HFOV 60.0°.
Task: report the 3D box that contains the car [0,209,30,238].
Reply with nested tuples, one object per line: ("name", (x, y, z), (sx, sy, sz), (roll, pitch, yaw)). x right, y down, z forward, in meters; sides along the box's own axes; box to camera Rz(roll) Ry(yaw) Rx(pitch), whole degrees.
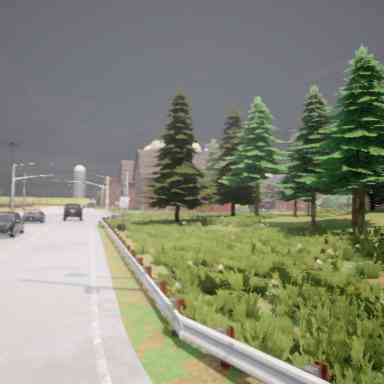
("car", (-11.987, 2.018, 21.196), (1.837, 1.490, 4.892), (2, -2, -17))

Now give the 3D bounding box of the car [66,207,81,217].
("car", (-18.423, 3.056, 51.885), (2.033, 1.411, 5.357), (2, -2, -19))

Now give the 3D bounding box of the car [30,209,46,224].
("car", (-16.050, 2.450, 33.770), (1.994, 1.385, 4.181), (2, -2, -18))

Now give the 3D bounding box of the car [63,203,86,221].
("car", (-14.292, 2.384, 39.994), (2.150, 2.045, 5.566), (2, -2, -19))
